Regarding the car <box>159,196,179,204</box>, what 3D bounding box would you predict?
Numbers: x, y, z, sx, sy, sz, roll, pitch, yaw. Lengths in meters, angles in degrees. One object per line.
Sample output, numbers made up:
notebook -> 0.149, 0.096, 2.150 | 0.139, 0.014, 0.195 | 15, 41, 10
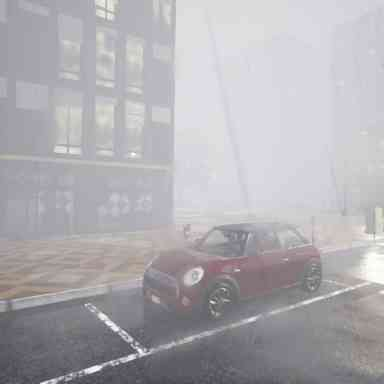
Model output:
car -> -5.249, 1.724, 74.631 | 2.192, 1.841, 5.009 | 1, -1, -35

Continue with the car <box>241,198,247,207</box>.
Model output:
car -> 7.881, 1.725, 56.133 | 1.967, 1.590, 4.097 | 1, -1, -35

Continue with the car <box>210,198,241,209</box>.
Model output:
car -> 4.327, 1.677, 46.662 | 2.008, 1.369, 4.403 | 1, -1, -35

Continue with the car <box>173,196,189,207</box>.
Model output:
car -> -2.238, 1.733, 55.910 | 1.887, 1.381, 4.507 | 1, -1, -35

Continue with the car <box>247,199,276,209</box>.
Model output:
car -> 11.164, 1.799, 51.509 | 1.887, 1.381, 4.507 | 1, -1, -35

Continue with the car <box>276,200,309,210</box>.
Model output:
car -> 14.445, 1.806, 46.884 | 1.802, 1.307, 4.206 | 1, -1, -35

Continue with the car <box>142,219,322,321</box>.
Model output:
car -> 0.960, 1.442, 7.241 | 4.097, 1.590, 1.967 | 0, 1, -36

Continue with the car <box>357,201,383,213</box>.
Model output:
car -> 21.011, 1.730, 37.637 | 1.947, 1.339, 4.313 | 1, -1, -35
